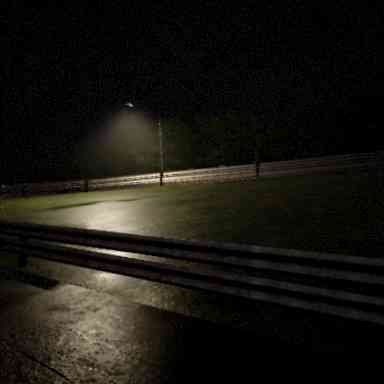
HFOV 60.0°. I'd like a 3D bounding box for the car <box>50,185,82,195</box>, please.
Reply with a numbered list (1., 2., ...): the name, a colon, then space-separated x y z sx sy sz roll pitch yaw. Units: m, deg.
1. car: -18.074 -0.184 47.684 4.892 1.490 1.837 -4 -2 23
